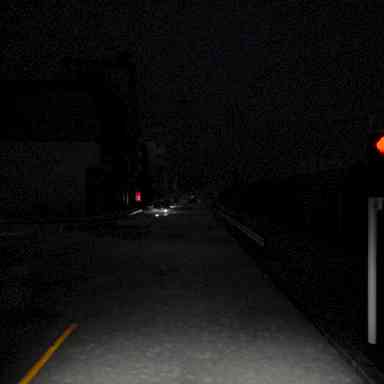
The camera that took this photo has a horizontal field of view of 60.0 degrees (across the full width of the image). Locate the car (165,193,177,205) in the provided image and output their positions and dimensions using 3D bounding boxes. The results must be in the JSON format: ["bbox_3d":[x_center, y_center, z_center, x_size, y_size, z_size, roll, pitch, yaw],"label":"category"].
[{"bbox_3d":[-4.042,1.352,55.416,2.097,1.767,4.553,0,0,0],"label":"car"}]

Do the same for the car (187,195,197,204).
[{"bbox_3d":[0.051,1.491,66.268,2.128,1.511,4.902,0,0,0],"label":"car"}]

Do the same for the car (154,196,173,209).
[{"bbox_3d":[-4.058,1.564,45.686,1.994,1.385,4.181,0,0,0],"label":"car"}]

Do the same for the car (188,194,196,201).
[{"bbox_3d":[0.057,1.310,76.688,1.882,1.535,5.008,0,0,0],"label":"car"}]
